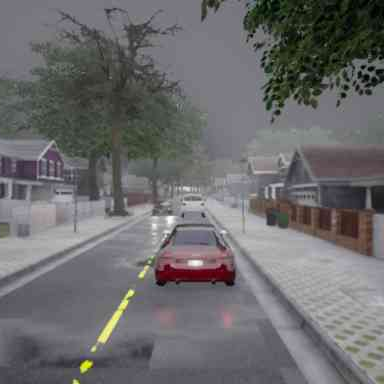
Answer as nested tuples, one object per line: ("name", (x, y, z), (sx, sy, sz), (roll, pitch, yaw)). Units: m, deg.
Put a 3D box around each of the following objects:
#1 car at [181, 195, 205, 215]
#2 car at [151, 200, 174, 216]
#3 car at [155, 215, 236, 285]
("car", (0.108, 1.258, 31.944), (2.150, 2.045, 5.566), (0, 0, 0))
("car", (-2.846, 1.561, 33.256), (1.812, 1.442, 4.674), (0, 0, 0))
("car", (0.086, 1.592, 9.587), (1.994, 1.385, 4.181), (0, 0, 0))
